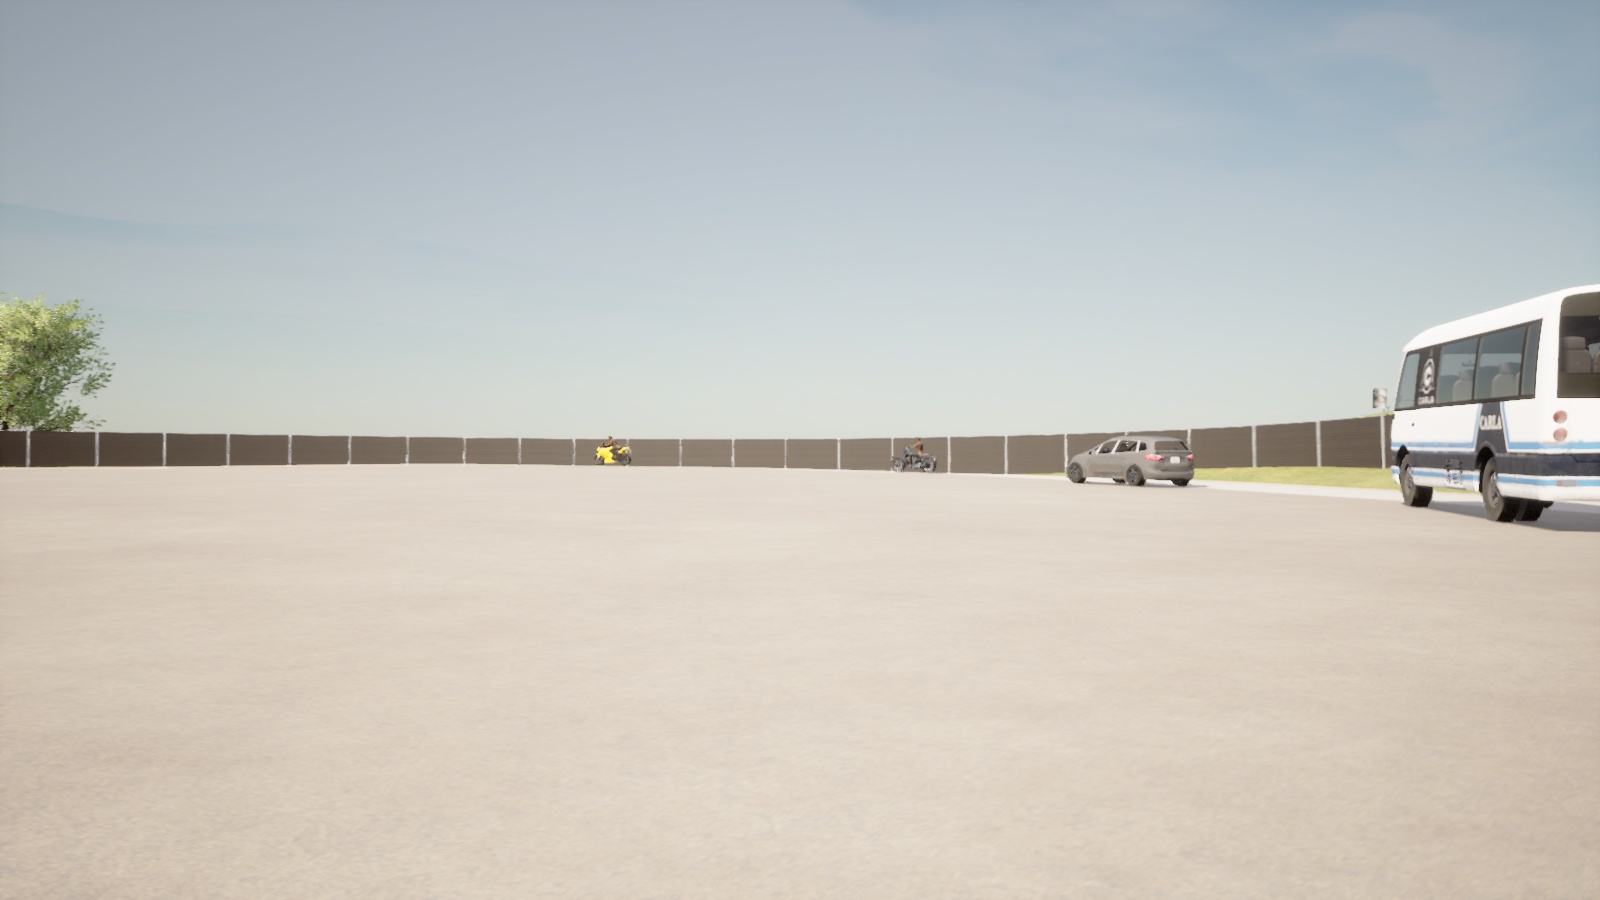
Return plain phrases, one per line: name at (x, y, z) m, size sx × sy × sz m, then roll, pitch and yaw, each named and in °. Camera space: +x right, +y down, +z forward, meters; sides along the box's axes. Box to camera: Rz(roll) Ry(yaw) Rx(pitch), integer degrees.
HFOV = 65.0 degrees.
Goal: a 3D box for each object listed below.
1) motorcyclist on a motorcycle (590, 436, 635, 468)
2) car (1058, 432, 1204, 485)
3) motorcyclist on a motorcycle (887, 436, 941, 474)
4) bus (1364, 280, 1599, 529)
motorcyclist on a motorcycle at (-9.299, 0.098, 62.303) m, size 2.044 × 1.523 × 0.797 m, roll 0°, pitch 0°, yaw 15°
car at (11.117, 0.248, 42.505) m, size 2.242 × 1.667 × 4.611 m, roll 0°, pitch 1°, yaw -27°
motorcyclist on a motorcycle at (5.001, 0.213, 55.128) m, size 2.350 × 1.649 × 0.766 m, roll 1°, pitch 0°, yaw 40°
bus at (15.222, -0.810, 26.359) m, size 3.944 × 4.253 × 10.273 m, roll 0°, pitch 0°, yaw 11°
